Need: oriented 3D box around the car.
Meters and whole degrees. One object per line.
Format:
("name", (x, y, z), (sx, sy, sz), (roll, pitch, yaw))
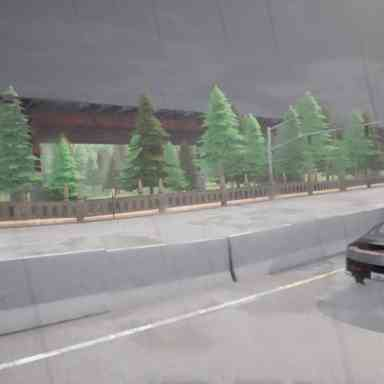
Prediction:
("car", (5.492, 1.300, 7.696), (4.902, 1.511, 2.128), (-3, 2, -36))
